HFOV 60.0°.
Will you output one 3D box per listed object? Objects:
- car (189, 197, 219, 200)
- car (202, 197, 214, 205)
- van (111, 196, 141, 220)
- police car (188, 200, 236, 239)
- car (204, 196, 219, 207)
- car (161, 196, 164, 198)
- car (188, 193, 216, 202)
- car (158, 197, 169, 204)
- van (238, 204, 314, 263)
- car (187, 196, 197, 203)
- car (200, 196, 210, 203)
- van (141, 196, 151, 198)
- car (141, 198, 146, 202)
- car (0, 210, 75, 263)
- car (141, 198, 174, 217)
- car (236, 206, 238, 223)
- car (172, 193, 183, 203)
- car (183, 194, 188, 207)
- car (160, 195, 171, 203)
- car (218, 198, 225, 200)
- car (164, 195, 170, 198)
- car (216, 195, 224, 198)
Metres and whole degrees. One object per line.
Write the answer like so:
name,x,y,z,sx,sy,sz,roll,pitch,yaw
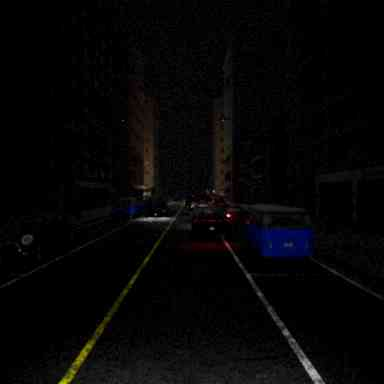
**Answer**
car,0.898,1.455,27.543,1.801,1.575,5.366,0,0,0
car,2.851,1.558,61.187,2.008,1.369,4.403,0,0,0
van,-5.672,1.340,28.179,1.690,1.788,3.998,0,0,0
police car,0.899,1.425,17.463,1.930,1.638,5.238,0,0,0
car,2.852,1.443,50.184,1.967,1.590,4.097,0,0,0
car,-5.673,1.585,50.184,1.802,1.307,4.206,0,0,0
car,0.897,1.224,33.384,2.150,2.045,5.566,0,0,0
car,-5.675,1.591,66.688,1.802,1.307,4.206,0,0,0
van,2.855,1.341,11.675,1.690,1.788,3.998,0,0,0
car,-0.005,1.568,67.694,1.994,1.385,4.181,0,0,0
car,2.850,1.578,72.190,1.947,1.339,4.313,0,0,0
van,-5.673,1.341,39.181,1.690,1.788,3.998,0,0,0
car,-5.672,1.550,33.679,2.008,1.369,4.403,0,0,0
car,-5.671,1.440,11.675,1.967,1.590,4.097,0,0,0
car,-3.099,1.547,31.104,2.033,1.411,5.357,0,0,0
car,2.854,1.581,22.678,1.802,1.307,4.206,0,0,0
car,-3.006,1.542,71.385,2.033,1.411,5.357,0,0,0
car,-0.004,1.356,52.559,2.097,1.767,4.553,0,0,0
car,-5.676,1.452,72.189,1.967,1.590,4.097,0,0,0
car,2.854,1.582,33.680,1.802,1.307,4.206,0,0,0
car,-5.674,1.573,61.186,1.947,1.339,4.313,0,0,0
car,2.852,1.315,39.181,2.192,1.841,5.009,0,0,0
